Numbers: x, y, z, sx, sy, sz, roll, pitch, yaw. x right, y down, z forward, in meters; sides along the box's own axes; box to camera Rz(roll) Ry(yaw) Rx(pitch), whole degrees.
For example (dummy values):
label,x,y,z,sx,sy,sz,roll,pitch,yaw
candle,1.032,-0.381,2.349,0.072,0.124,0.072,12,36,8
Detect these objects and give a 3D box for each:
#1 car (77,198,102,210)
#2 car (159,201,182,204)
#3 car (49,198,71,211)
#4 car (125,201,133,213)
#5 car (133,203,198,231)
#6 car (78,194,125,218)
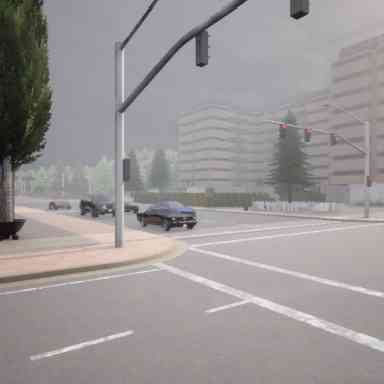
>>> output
label,x,y,z,sx,sy,sz,roll,pitch,yaw
car,-13.305,1.526,43.020,1.812,1.442,4.674,0,0,-36
car,-1.630,1.478,26.809,1.882,1.535,5.008,0,0,-36
car,-16.508,1.526,41.478,1.812,1.442,4.674,0,0,-36
car,-7.225,1.601,34.565,1.895,1.301,4.718,0,0,-36
car,-1.658,1.601,20.816,1.895,1.301,4.718,0,0,-35
car,-8.530,1.222,30.389,2.150,2.045,5.566,0,0,-36
